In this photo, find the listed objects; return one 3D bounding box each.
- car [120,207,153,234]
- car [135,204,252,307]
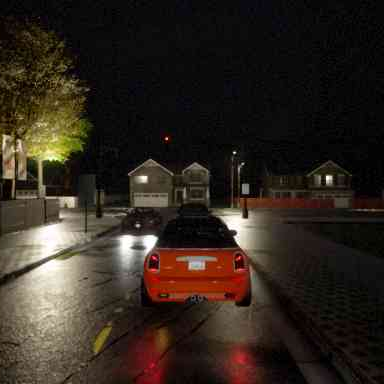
[{"bbox_3d":[-2.802,1.568,19.213,1.994,1.385,4.181,0,0,0],"label":"car"},{"bbox_3d":[0.083,1.353,8.150,2.097,1.767,4.553,0,0,0],"label":"car"}]
